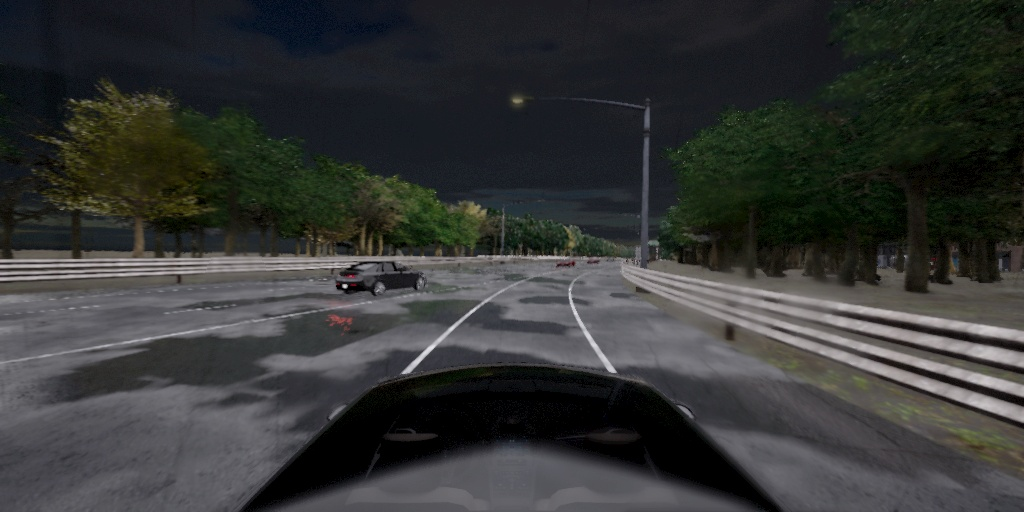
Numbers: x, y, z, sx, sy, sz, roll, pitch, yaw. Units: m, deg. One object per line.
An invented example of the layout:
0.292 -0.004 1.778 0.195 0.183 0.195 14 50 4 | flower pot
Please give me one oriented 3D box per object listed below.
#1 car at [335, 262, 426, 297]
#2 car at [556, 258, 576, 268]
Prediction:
-6.034 1.001 17.124 1.837 1.490 4.892 1 1 22 | car
7.857 0.982 51.590 1.895 1.301 4.718 1 1 22 | car
